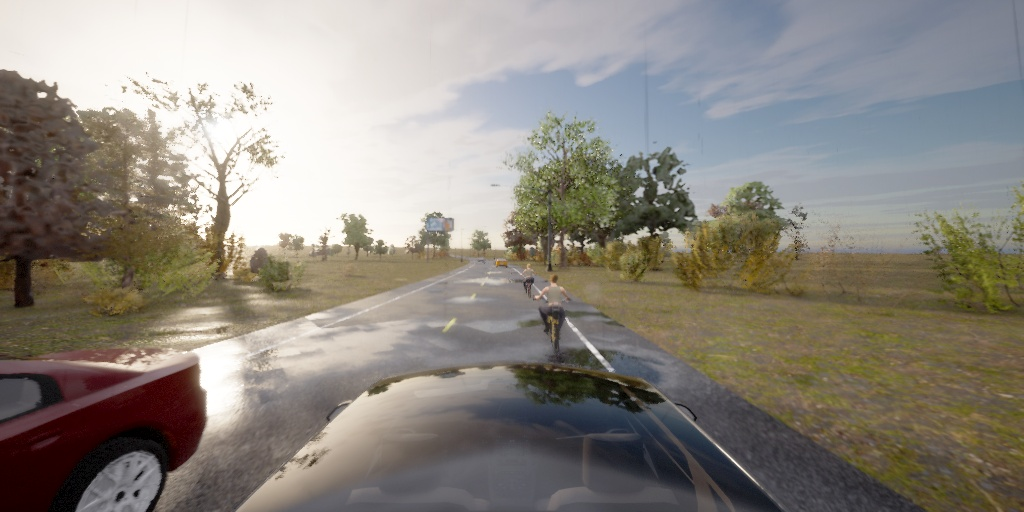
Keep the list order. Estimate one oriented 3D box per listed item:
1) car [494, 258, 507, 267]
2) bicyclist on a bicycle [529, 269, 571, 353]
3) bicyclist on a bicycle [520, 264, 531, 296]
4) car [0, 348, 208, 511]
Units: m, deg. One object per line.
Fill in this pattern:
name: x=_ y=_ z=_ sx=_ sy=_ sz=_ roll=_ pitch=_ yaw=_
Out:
car: x=-1.833 y=1.164 z=62.015 sx=1.882 sy=1.535 sz=5.008 roll=0 pitch=0 yaw=-4
bicyclist on a bicycle: x=0.898 y=1.184 z=7.829 sx=0.866 sy=1.612 sz=1.509 roll=0 pitch=0 yaw=0
bicyclist on a bicycle: x=0.813 y=1.177 z=17.500 sx=0.866 sy=1.612 sz=1.509 roll=0 pitch=0 yaw=-1
car: x=-3.613 y=1.228 z=1.028 sx=1.882 sy=1.535 sz=5.008 roll=0 pitch=0 yaw=0
